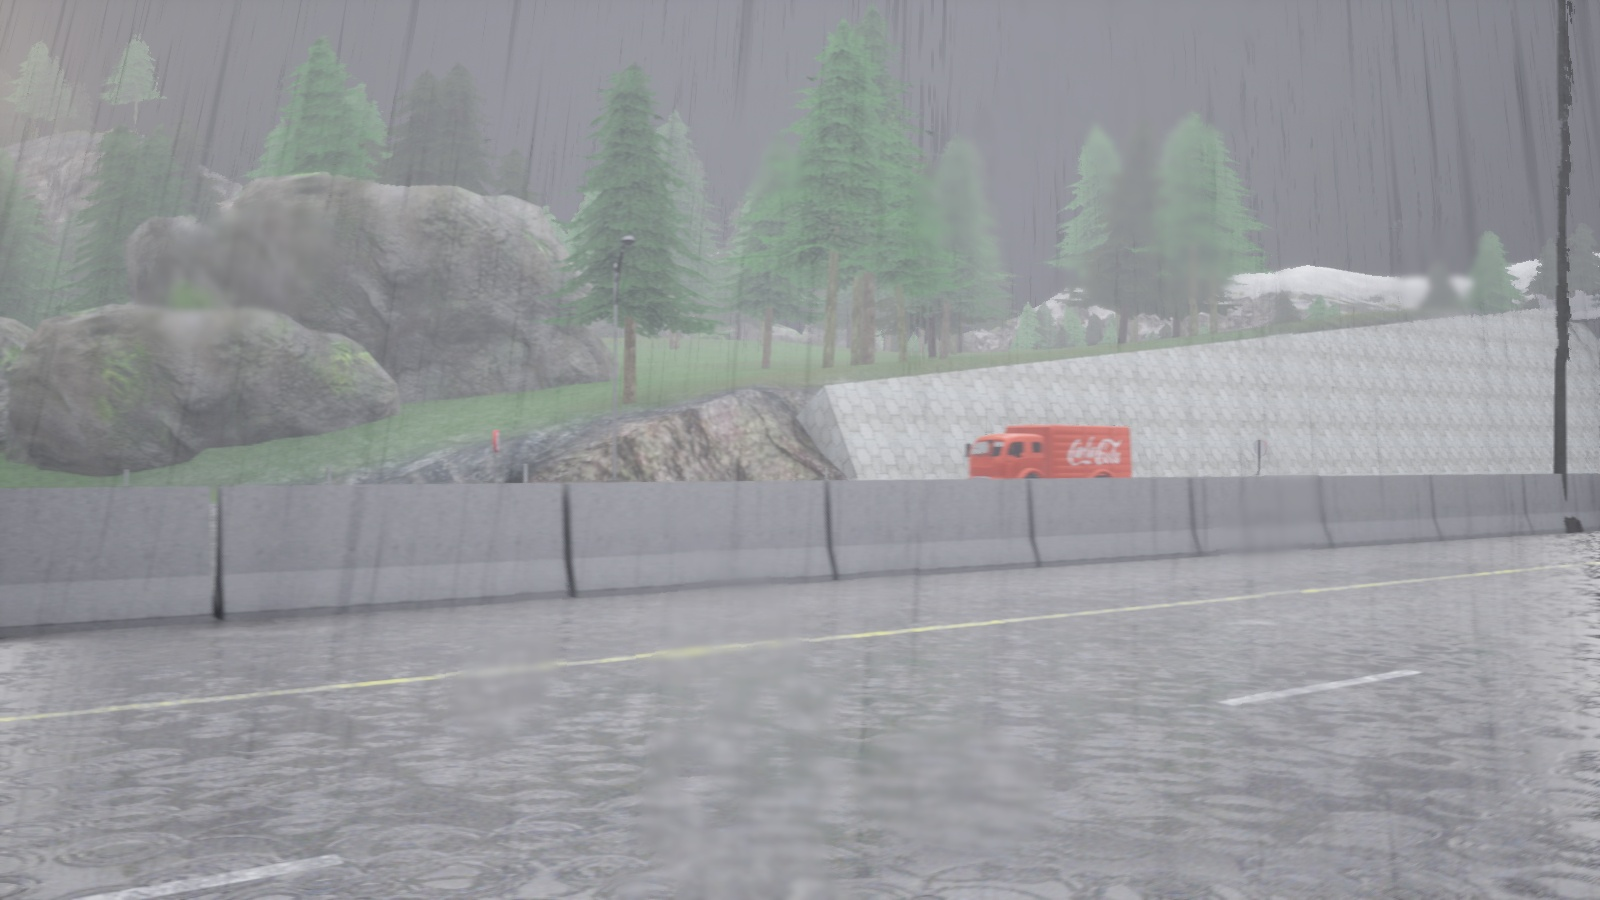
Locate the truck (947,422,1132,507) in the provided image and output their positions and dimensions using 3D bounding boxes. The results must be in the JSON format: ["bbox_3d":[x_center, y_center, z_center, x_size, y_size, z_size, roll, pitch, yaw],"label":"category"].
[{"bbox_3d":[7.442,0.416,38.934,5.204,2.467,2.627,0,0,-31],"label":"truck"}]
